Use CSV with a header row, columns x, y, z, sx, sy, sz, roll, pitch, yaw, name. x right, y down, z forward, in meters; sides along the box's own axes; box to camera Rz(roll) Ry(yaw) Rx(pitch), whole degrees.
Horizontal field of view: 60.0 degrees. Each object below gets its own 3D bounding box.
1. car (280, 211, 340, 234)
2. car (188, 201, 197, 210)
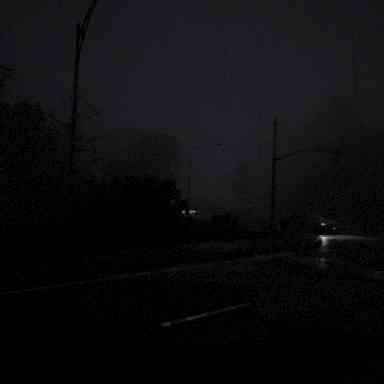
x,y,z,sx,sy,sz,roll,pitch,yaw,name
8.262,2.105,23.769,1.812,1.442,4.674,3,-1,-26,car
-0.801,1.775,47.622,2.033,1.411,5.357,2,1,-15,car
